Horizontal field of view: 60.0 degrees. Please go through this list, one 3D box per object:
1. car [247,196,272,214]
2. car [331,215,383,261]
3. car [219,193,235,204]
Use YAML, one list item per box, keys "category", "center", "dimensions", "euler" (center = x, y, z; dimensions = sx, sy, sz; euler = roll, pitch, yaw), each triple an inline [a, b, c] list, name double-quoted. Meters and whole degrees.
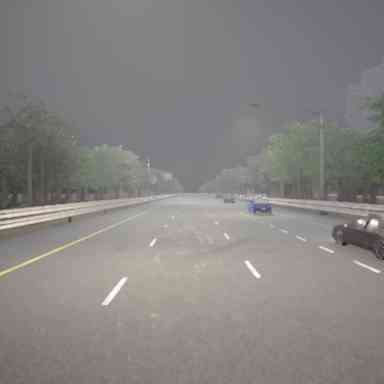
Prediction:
- category: "car"
  center: [7.072, 1.502, 35.226]
  dimensions: [1.882, 1.535, 5.008]
  euler: [0, 0, 0]
- category: "car"
  center: [7.012, 1.551, 12.166]
  dimensions: [2.033, 1.411, 5.357]
  euler: [0, 0, 0]
- category: "car"
  center: [7.165, 1.361, 65.795]
  dimensions: [2.097, 1.767, 4.553]
  euler: [0, 0, 0]
